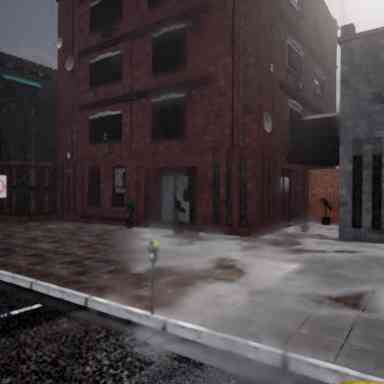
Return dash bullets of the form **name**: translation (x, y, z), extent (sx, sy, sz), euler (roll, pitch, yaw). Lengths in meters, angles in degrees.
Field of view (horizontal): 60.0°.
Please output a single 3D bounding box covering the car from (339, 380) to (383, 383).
- **car**: translation (2.644, 1.527, 0.991), extent (4.829, 1.417, 1.752), euler (0, 1, 35)
